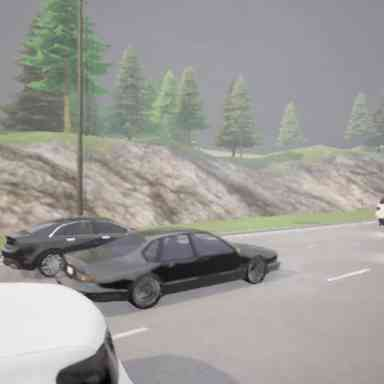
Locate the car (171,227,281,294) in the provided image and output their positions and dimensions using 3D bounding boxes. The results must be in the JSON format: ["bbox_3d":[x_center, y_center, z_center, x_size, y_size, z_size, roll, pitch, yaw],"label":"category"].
[{"bbox_3d":[-0.287,1.552,7.840,5.357,1.411,2.033,0,0,-35],"label":"car"}]

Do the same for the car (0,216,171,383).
[{"bbox_3d":[-3.054,1.222,1.566,5.566,2.045,2.150,0,0,-35],"label":"car"}]

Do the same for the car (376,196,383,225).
[{"bbox_3d":[14.876,1.251,22.907,5.566,2.045,2.150,0,0,-35],"label":"car"}]

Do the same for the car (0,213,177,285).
[{"bbox_3d":[-3.001,1.509,10.206,4.892,1.490,1.837,0,0,-35],"label":"car"}]
